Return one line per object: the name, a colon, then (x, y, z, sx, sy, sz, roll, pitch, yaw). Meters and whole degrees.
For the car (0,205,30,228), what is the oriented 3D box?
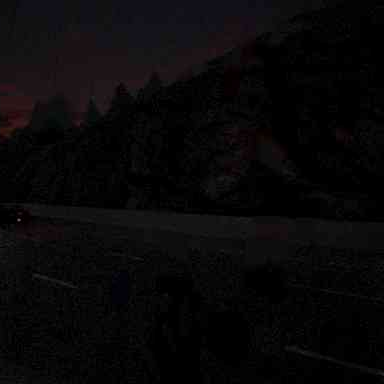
car: (-13.224, 1.655, 23.706, 4.902, 1.511, 2.128, 0, -1, 44)
